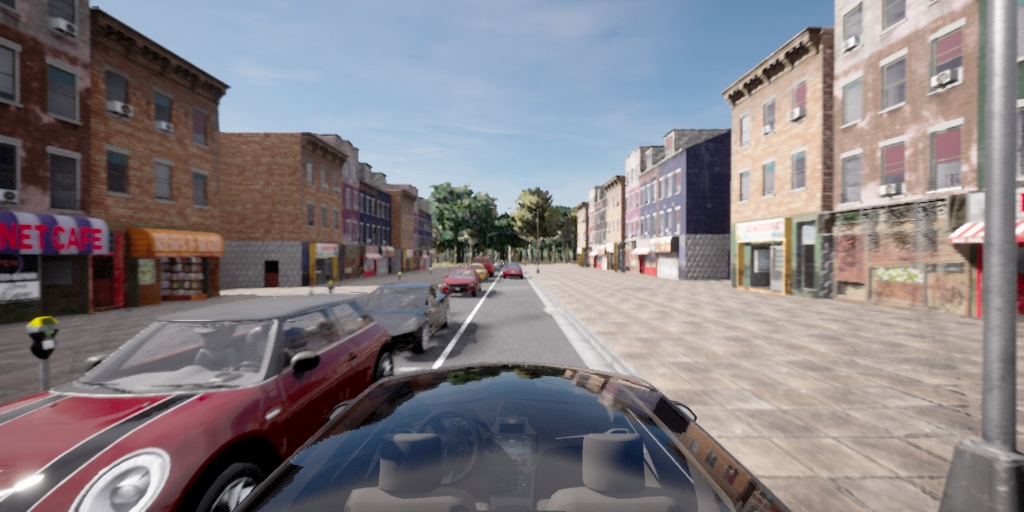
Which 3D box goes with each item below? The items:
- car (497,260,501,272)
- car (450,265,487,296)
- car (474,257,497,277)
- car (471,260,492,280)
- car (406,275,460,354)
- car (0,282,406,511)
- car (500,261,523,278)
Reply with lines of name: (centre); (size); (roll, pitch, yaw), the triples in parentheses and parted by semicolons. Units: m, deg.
car: (-2.663, 1.541, 52.348); (2.007, 1.370, 4.403); (0, 0, 0)
car: (-2.647, 1.375, 19.740); (1.888, 1.381, 4.507); (0, 0, 0)
car: (-2.999, 1.144, 37.654); (2.150, 2.045, 5.566); (0, 0, 0)
car: (-3.039, 1.340, 30.813); (1.801, 1.575, 5.366); (0, 0, 0)
car: (-2.642, 1.346, 8.871); (1.948, 1.339, 4.313); (0, 0, 0)
car: (-2.640, 1.197, 3.437); (1.967, 1.591, 4.097); (0, 0, 0)
car: (0.088, 1.471, 35.800); (1.994, 1.385, 4.181); (0, 0, -1)
